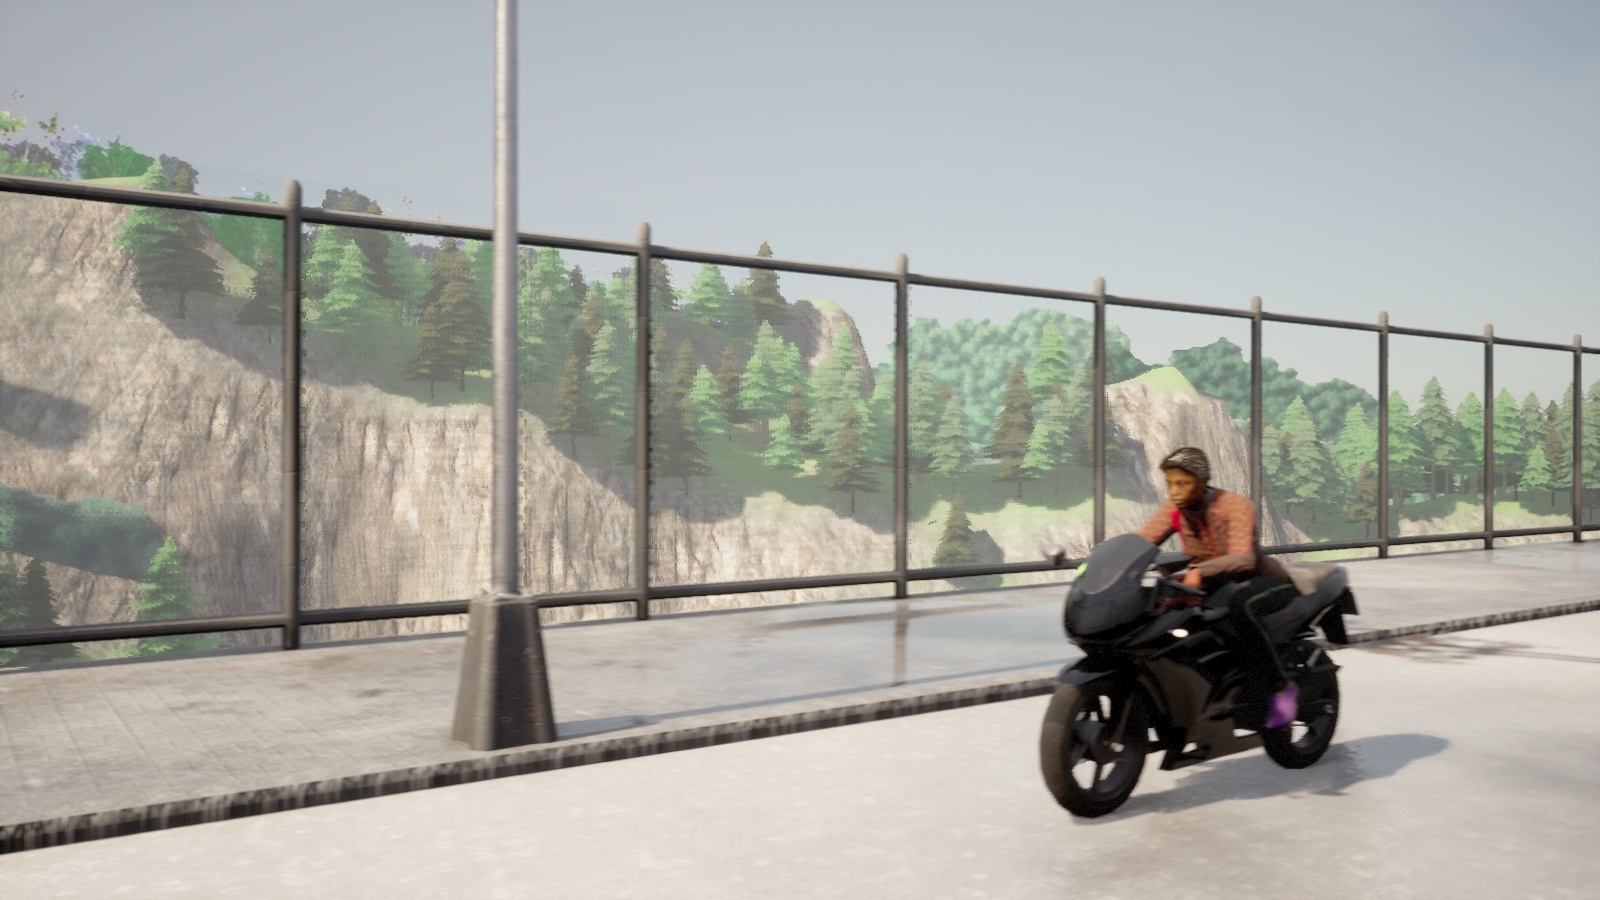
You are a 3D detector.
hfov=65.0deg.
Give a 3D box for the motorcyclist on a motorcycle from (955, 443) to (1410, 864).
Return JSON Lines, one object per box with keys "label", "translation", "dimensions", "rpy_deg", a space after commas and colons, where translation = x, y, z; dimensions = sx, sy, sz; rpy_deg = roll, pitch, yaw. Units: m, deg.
{"label": "motorcyclist on a motorcycle", "translation": [1.709, 0.737, 5.458], "dimensions": [2.044, 1.523, 0.797], "rpy_deg": [0, 0, -35]}
